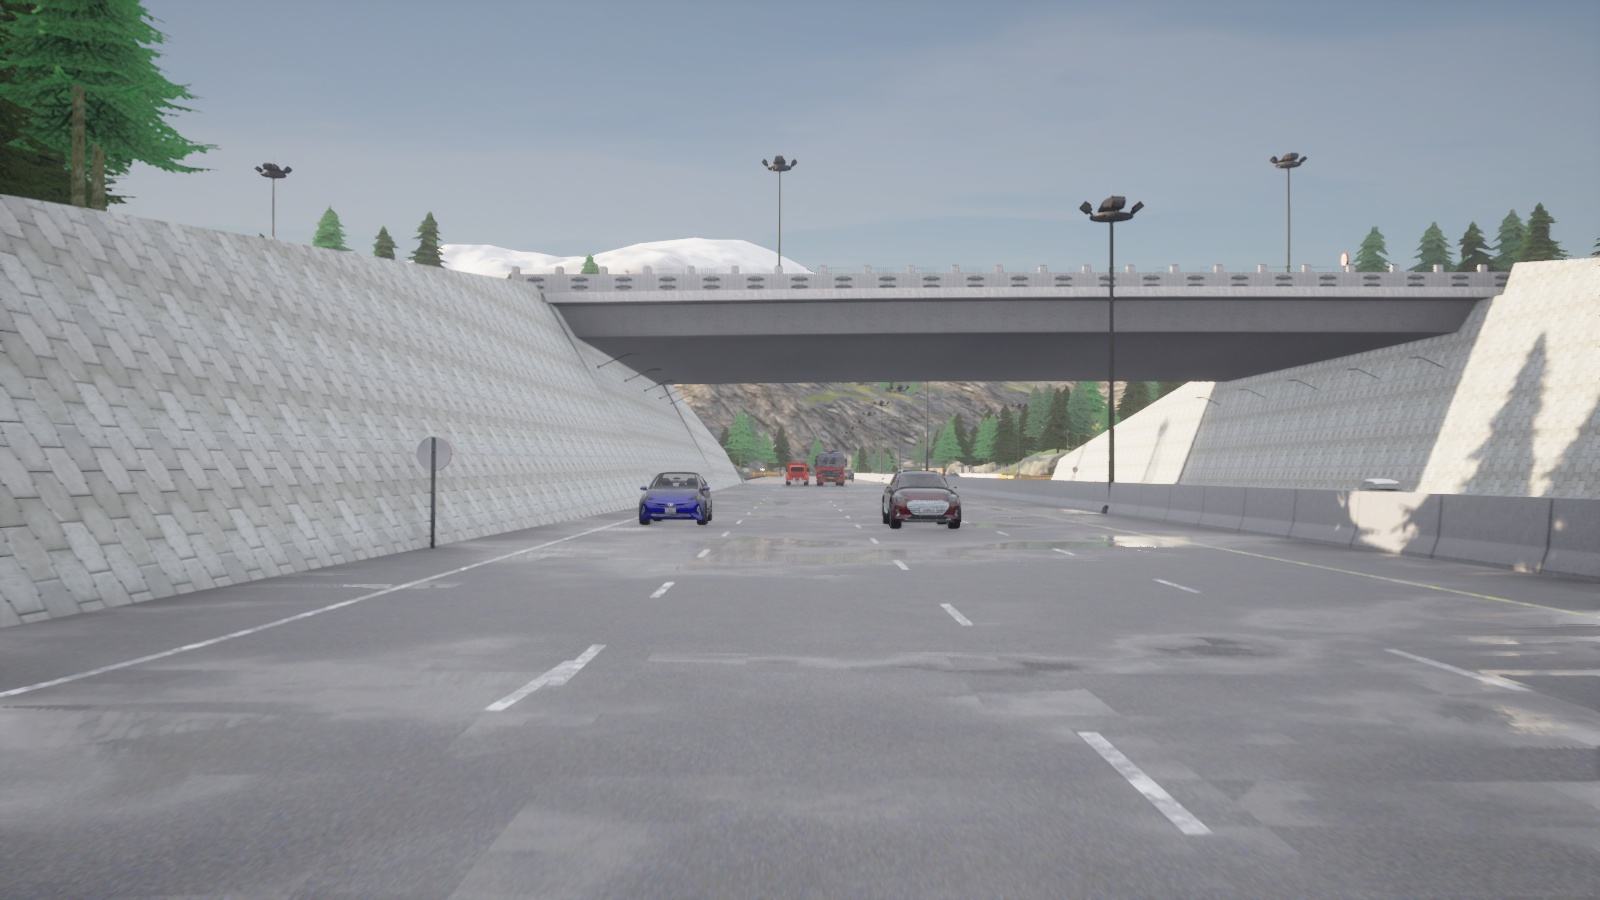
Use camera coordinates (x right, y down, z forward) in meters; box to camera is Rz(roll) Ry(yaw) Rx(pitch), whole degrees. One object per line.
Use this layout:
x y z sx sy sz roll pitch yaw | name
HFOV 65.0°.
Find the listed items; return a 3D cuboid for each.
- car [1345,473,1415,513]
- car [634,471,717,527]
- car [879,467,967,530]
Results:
20.891 1.546 45.321 1.481 1.376 2.207 0 0 0 | car
-3.590 1.398 37.056 2.007 1.525 4.514 0 -1 0 | car
3.414 1.331 35.755 2.033 1.649 4.856 0 -1 0 | car
